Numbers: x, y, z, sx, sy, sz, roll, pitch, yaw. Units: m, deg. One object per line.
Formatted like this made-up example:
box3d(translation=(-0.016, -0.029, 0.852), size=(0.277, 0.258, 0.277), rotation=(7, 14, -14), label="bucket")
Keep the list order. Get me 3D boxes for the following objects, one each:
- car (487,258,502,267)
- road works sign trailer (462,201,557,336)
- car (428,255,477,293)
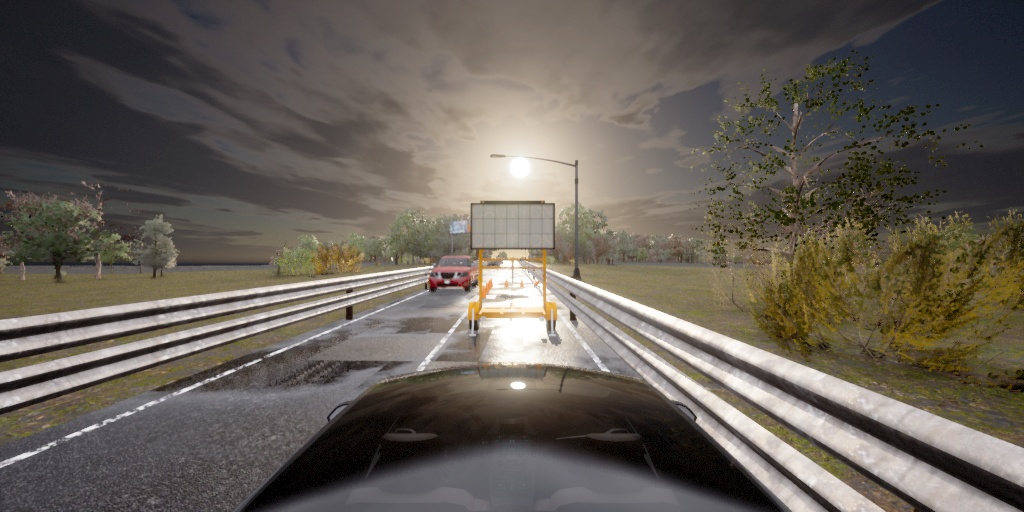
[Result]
box3d(translation=(-3.231, 1.338, 63.811), size=(1.994, 1.385, 4.181), rotation=(0, 0, 1), label="car")
box3d(translation=(0.021, 0.218, 10.353), size=(2.380, 3.560, 2.880), rotation=(0, 0, 0), label="road works sign trailer")
box3d(translation=(-3.326, 0.979, 21.183), size=(2.150, 2.045, 5.566), rotation=(0, 0, 0), label="car")
